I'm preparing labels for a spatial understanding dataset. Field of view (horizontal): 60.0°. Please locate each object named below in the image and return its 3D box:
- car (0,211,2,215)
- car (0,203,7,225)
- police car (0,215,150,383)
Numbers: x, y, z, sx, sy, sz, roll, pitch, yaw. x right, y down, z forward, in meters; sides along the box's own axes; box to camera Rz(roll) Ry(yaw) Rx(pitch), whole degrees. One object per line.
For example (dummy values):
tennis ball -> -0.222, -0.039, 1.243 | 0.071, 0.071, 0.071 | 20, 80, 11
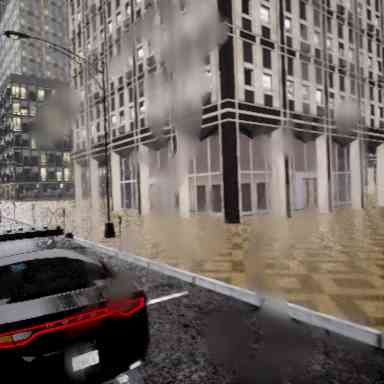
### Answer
car -> -8.841, 1.418, 13.080 | 1.801, 1.575, 5.366 | -2, 1, -38
car -> -14.340, 1.461, 22.988 | 2.008, 1.369, 4.403 | -1, 1, -38
police car -> -2.606, 1.382, 5.156 | 1.930, 1.638, 5.238 | -2, 1, -38
